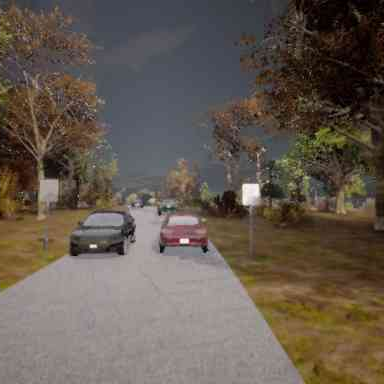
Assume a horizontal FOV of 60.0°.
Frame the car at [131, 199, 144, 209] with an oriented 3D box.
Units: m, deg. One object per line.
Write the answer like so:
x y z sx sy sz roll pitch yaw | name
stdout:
-8.859 1.915 53.754 2.128 1.511 4.902 1 -1 -12 | car

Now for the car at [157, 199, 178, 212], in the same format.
-2.666 1.528 36.001 2.097 1.767 4.553 1 -1 -8 | car

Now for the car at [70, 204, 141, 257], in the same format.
-3.311 1.474 13.195 1.882 1.535 5.008 0 0 -3 | car

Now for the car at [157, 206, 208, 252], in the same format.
-0.396 1.543 13.858 1.812 1.442 4.674 0 0 -3 | car
